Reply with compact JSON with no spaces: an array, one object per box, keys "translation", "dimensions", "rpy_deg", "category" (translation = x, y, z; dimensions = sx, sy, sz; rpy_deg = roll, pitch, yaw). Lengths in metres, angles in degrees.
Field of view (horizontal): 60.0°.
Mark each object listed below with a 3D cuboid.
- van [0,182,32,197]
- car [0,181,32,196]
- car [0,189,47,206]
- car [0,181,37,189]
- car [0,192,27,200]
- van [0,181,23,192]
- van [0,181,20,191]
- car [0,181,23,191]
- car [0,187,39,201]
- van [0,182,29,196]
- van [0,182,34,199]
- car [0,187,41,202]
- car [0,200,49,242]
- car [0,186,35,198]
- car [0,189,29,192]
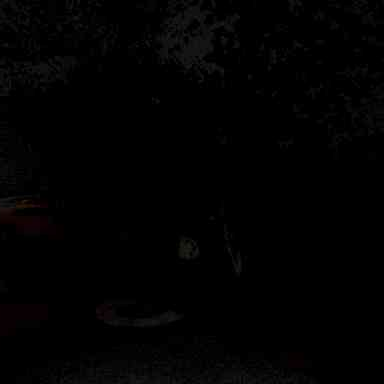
[{"translation":[-24.833,-0.327,46.282],"dimensions":[4.442,1.987,1.878],"rpy_deg":[1,1,-30],"category":"van"},{"translation":[-27.743,-0.538,50.993],"dimensions":[5.566,2.045,2.435],"rpy_deg":[1,1,-30],"category":"car"},{"translation":[-16.615,0.534,31.866],"dimensions":[4.792,1.488,2.163],"rpy_deg":[1,2,-30],"category":"car"},{"translation":[-15.165,0.370,29.496],"dimensions":[5.566,2.045,2.435],"rpy_deg":[1,2,-30],"category":"car"},{"translation":[-8.269,1.067,17.648],"dimensions":[4.553,1.767,2.185],"rpy_deg":[1,2,-30],"category":"car"},{"translation":[-34.646,-0.970,63.140],"dimensions":[4.442,1.987,1.878],"rpy_deg":[1,1,-30],"category":"van"},{"translation":[-40.217,-1.335,72.711],"dimensions":[4.442,1.987,1.878],"rpy_deg":[1,1,-30],"category":"van"},{"translation":[-38.949,-1.272,70.244],"dimensions":[5.566,2.045,2.435],"rpy_deg":[1,1,-30],"category":"car"},{"translation":[-20.740,0.209,39.067],"dimensions":[4.792,1.488,2.163],"rpy_deg":[1,1,-30],"category":"car"},{"translation":[-26.428,-0.422,48.557],"dimensions":[4.442,1.987,1.878],"rpy_deg":[1,1,-30],"category":"van"},{"translation":[-22.234,-0.145,41.369],"dimensions":[4.442,1.987,1.878],"rpy_deg":[1,2,-31],"category":"van"},{"translation":[-19.413,0.308,36.788],"dimensions":[4.792,1.488,2.163],"rpy_deg":[1,2,-30],"category":"car"},{"translation":[-6.913,1.307,15.240],"dimensions":[5.008,1.535,2.097],"rpy_deg":[1,2,-30],"category":"car"},{"translation":[-23.543,-0.012,43.838],"dimensions":[5.008,1.535,2.097],"rpy_deg":[1,1,-30],"category":"car"},{"translation":[-12.575,0.845,24.611],"dimensions":[5.366,1.575,1.946],"rpy_deg":[1,2,-30],"category":"car"}]
